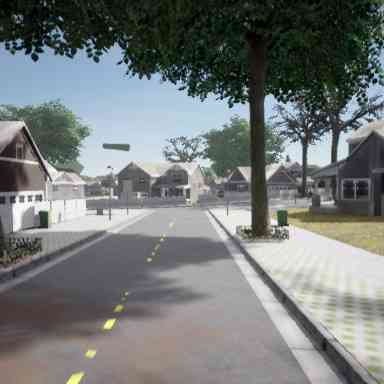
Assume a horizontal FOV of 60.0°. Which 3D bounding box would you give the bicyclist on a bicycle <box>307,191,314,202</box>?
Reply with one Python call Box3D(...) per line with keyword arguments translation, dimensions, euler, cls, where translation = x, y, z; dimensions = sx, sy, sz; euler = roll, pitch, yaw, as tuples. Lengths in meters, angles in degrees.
Box3D(translation=(16.147, 0.643, 44.913), dimensions=(0.582, 1.620, 1.656), euler=(-2, 2, -25), cls="bicyclist on a bicycle")
